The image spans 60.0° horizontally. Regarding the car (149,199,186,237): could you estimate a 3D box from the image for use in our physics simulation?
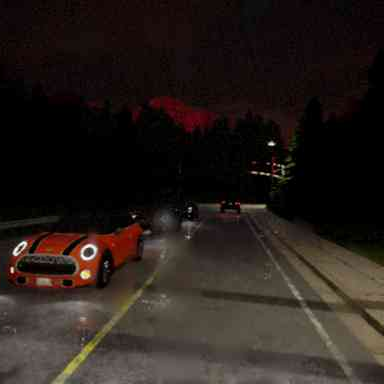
[{"bbox_3d":[-1.825,1.310,17.858,2.097,1.767,4.553,2,0,6],"label":"car"}]

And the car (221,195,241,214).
[{"bbox_3d":[4.548,1.394,38.972,2.150,2.045,5.566,2,0,7],"label":"car"}]

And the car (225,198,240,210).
[{"bbox_3d":[6.100,1.722,49.603,2.128,1.511,4.902,2,0,9],"label":"car"}]

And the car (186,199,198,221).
[{"bbox_3d":[-0.699,1.354,27.547,2.097,1.767,4.553,2,0,7],"label":"car"}]

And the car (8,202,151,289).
[{"bbox_3d":[-2.800,1.272,9.100,2.097,1.767,4.553,2,0,6],"label":"car"}]
